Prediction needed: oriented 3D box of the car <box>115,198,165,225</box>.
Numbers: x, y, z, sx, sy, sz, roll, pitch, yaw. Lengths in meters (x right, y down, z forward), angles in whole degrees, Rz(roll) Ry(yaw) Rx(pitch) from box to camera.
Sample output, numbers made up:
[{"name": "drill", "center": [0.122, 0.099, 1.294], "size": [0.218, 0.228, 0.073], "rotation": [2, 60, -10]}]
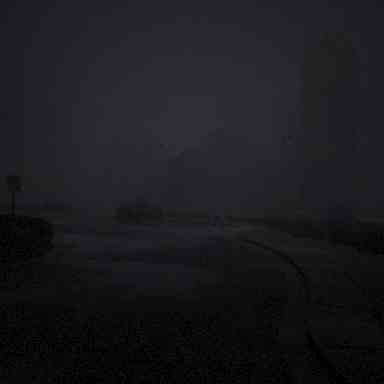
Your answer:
[{"name": "car", "center": [-4.089, 1.564, 26.738], "size": [1.932, 1.855, 4.605], "rotation": [1, -1, 27]}]

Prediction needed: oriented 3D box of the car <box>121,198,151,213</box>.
[{"name": "car", "center": [-7.181, 1.709, 43.168], "size": [1.905, 1.878, 3.866], "rotation": [1, -1, 27]}]

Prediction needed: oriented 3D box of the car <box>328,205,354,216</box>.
[{"name": "car", "center": [14.401, 2.109, 32.212], "size": [2.242, 1.667, 4.611], "rotation": [1, -1, 27]}]

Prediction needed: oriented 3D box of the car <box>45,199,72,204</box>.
[{"name": "car", "center": [-19.464, 1.761, 48.760], "size": [1.816, 1.474, 4.193], "rotation": [1, -1, 27]}]
